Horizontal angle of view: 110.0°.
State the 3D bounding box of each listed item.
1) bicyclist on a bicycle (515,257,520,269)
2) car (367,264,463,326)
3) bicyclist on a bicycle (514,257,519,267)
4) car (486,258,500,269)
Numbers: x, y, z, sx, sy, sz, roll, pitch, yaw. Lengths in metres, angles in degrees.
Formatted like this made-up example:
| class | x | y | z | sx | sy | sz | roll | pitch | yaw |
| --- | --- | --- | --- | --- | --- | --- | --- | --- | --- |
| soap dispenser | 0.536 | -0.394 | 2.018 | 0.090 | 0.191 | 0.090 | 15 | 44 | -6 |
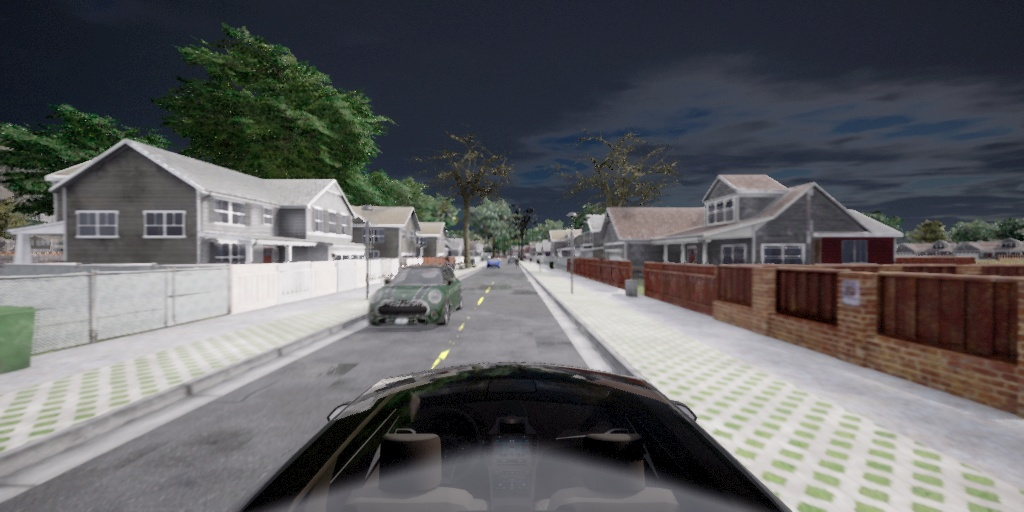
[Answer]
| class | x | y | z | sx | sy | sz | roll | pitch | yaw |
| --- | --- | --- | --- | --- | --- | --- | --- | --- | --- |
| bicyclist on a bicycle | 0.743 | 1.009 | 50.584 | 0.659 | 1.776 | 1.843 | 0 | 0 | 0 |
| car | -2.853 | 1.086 | 11.499 | 2.097 | 1.767 | 4.553 | 0 | 0 | 0 |
| bicyclist on a bicycle | 0.740 | 0.981 | 59.584 | 0.659 | 1.776 | 1.843 | 0 | 0 | 0 |
| car | -2.819 | 1.105 | 54.227 | 1.882 | 1.535 | 5.008 | 0 | 0 | 1 |
